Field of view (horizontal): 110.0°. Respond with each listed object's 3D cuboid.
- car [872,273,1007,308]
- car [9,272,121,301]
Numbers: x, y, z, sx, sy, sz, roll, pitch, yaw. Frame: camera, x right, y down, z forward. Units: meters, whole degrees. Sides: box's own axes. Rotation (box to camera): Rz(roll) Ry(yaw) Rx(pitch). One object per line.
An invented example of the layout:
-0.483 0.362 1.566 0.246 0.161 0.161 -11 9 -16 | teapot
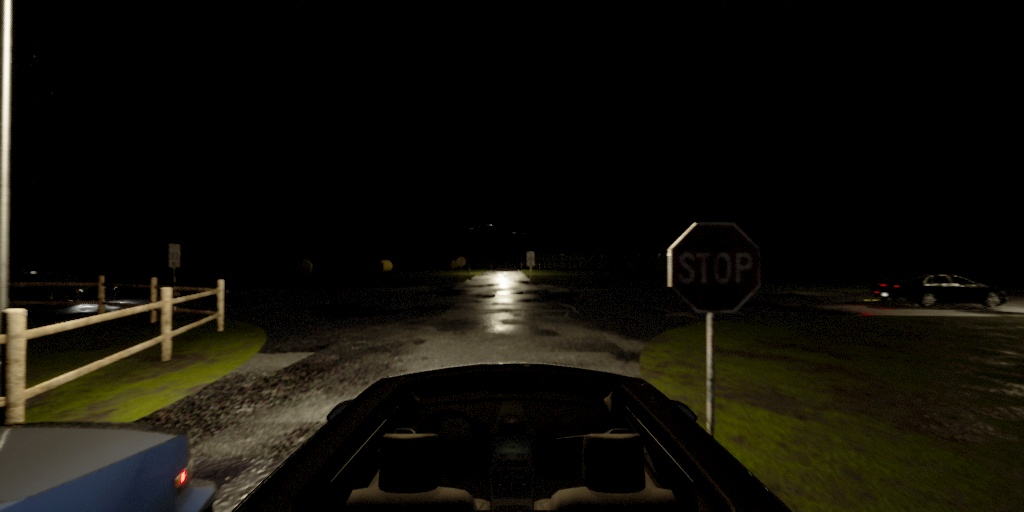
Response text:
19.777 1.552 16.710 4.892 1.490 1.837 0 0 0 | car
-21.921 1.448 16.844 5.357 1.411 2.033 0 0 0 | car
